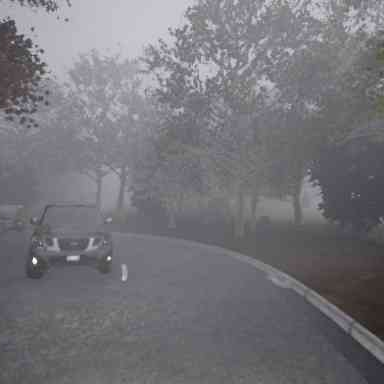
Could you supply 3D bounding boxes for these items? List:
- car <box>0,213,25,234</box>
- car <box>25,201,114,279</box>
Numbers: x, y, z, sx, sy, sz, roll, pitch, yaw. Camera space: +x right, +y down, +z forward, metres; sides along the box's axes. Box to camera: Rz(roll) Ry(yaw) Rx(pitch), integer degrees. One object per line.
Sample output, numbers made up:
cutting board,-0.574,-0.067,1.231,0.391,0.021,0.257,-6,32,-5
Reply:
car,-13.300,2.060,22.095,4.181,1.385,1.994,-1,-4,8
car,-3.971,1.346,11.056,2.150,2.045,5.566,2,-1,-21
